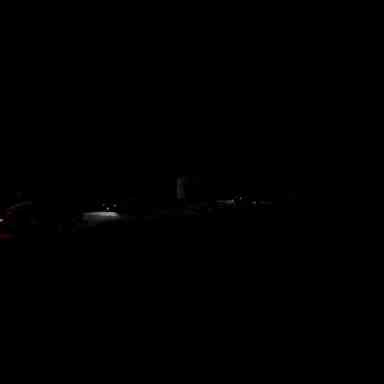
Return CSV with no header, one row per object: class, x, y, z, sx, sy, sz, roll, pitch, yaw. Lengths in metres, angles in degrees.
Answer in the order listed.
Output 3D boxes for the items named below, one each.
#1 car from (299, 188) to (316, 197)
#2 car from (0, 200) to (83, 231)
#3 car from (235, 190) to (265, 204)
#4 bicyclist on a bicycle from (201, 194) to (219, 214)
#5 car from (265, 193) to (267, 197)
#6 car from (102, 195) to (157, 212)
car,21.375,0.110,61.380,1.882,1.535,5.008,1,1,35
car,-8.568,1.217,19.171,1.882,1.535,5.008,0,1,27
car,6.957,0.683,41.124,1.994,1.385,4.181,1,2,35
bicyclist on a bicycle,1.420,0.986,26.629,1.656,1.620,0.582,0,1,35
car,9.844,0.428,51.459,1.895,1.301,4.718,1,2,36
car,-5.497,0.967,30.008,2.033,1.411,5.357,1,2,35
